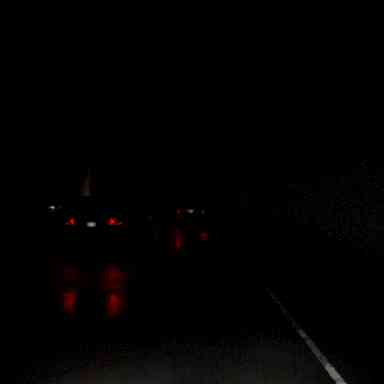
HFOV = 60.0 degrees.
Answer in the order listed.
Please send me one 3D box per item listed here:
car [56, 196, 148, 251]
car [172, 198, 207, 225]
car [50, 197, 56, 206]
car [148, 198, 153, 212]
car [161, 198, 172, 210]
[{"bbox_3d":[-3.436,1.190,14.016,2.150,2.045,5.566,0,0,0],"label":"car"},{"bbox_3d":[-0.185,1.299,23.548,2.097,1.767,4.553,0,0,-3],"label":"car"},{"bbox_3d":[-20.422,1.449,50.517,1.994,1.385,4.181,0,0,-22],"label":"car"},{"bbox_3d":[-5.475,1.407,37.782,2.128,1.511,4.902,0,0,-11],"label":"car"},{"bbox_3d":[-2.562,1.456,41.068,2.033,1.411,5.357,0,0,-13],"label":"car"}]
